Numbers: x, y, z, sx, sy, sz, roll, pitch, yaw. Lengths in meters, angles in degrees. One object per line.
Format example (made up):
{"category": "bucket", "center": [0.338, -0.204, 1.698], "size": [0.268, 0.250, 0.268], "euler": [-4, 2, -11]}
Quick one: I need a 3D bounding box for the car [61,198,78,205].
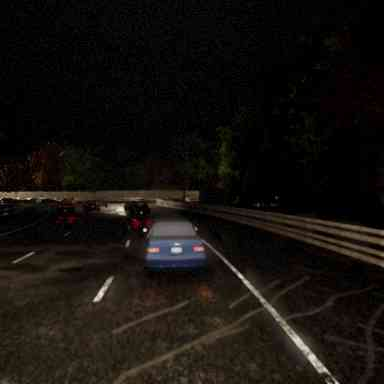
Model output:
{"category": "car", "center": [-26.699, 2.014, 72.252], "size": [1.882, 1.535, 5.008], "euler": [0, 0, -40]}

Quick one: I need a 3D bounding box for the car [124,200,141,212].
{"category": "car", "center": [-7.893, 1.859, 44.062], "size": [1.994, 1.385, 4.181], "euler": [0, 0, -13]}

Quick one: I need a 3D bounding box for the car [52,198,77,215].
{"category": "car", "center": [-14.250, 1.772, 37.522], "size": [2.128, 1.511, 4.902], "euler": [0, 0, -21]}

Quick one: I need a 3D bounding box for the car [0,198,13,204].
{"category": "car", "center": [-45.248, 2.129, 80.947], "size": [4.892, 1.490, 1.837], "euler": [0, 0, 37]}

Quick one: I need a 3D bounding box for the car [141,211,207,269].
{"category": "car", "center": [-0.695, 1.619, 11.419], "size": [2.033, 1.411, 5.357], "euler": [0, 0, -6]}

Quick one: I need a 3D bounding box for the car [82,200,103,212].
{"category": "car", "center": [-13.777, 1.889, 45.327], "size": [1.994, 1.385, 4.181], "euler": [0, 0, -24]}

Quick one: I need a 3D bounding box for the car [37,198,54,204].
{"category": "car", "center": [-35.349, 2.150, 81.442], "size": [4.902, 1.511, 2.128], "euler": [-1, 0, 43]}

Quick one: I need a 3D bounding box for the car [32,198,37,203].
{"category": "car", "center": [-40.766, 2.176, 86.324], "size": [5.357, 1.411, 2.033], "euler": [0, 0, 37]}

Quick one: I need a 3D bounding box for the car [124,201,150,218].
{"category": "car", "center": [-5.378, 1.711, 33.069], "size": [2.128, 1.511, 4.902], "euler": [0, 0, -17]}

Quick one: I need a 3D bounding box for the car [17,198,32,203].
{"category": "car", "center": [-43.031, 2.228, 83.653], "size": [4.718, 1.301, 1.895], "euler": [0, 0, 37]}

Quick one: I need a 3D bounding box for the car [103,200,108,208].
{"category": "car", "center": [-15.764, 2.001, 56.532], "size": [1.895, 1.301, 4.718], "euler": [0, 0, -30]}
